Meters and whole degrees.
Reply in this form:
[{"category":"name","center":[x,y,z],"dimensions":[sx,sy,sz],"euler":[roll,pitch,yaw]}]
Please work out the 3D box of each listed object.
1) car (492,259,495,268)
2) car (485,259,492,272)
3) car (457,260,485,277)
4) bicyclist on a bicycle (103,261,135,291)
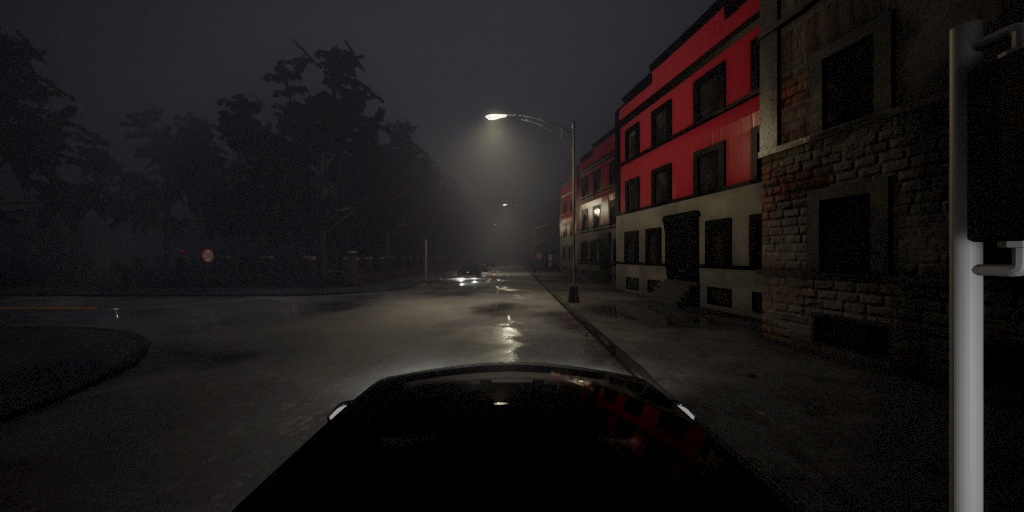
[{"category":"car","center":[-3.910,1.226,60.488],"dimensions":[1.882,1.535,5.008],"euler":[0,0,1]},{"category":"car","center":[-4.013,1.296,45.183],"dimensions":[2.033,1.411,5.357],"euler":[0,0,0]},{"category":"car","center":[-4.035,1.313,34.656],"dimensions":[1.994,1.385,4.181],"euler":[0,0,0]},{"category":"bicyclist on a bicycle","center":[-21.814,1.099,19.934],"dimensions":[0.582,1.620,1.656],"euler":[0,0,0]}]
